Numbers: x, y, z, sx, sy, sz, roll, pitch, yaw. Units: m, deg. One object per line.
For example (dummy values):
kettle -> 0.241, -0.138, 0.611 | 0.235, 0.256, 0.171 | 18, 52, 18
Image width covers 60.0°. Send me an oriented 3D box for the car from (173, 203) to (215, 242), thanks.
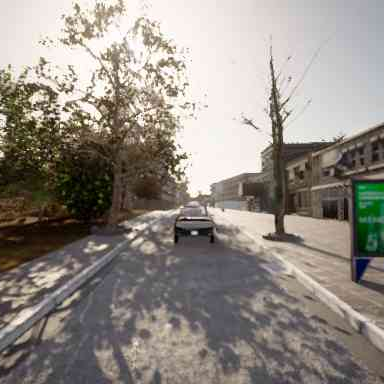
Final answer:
car -> 0.103, 1.504, 16.333 | 2.128, 1.511, 4.902 | 0, 0, 0
